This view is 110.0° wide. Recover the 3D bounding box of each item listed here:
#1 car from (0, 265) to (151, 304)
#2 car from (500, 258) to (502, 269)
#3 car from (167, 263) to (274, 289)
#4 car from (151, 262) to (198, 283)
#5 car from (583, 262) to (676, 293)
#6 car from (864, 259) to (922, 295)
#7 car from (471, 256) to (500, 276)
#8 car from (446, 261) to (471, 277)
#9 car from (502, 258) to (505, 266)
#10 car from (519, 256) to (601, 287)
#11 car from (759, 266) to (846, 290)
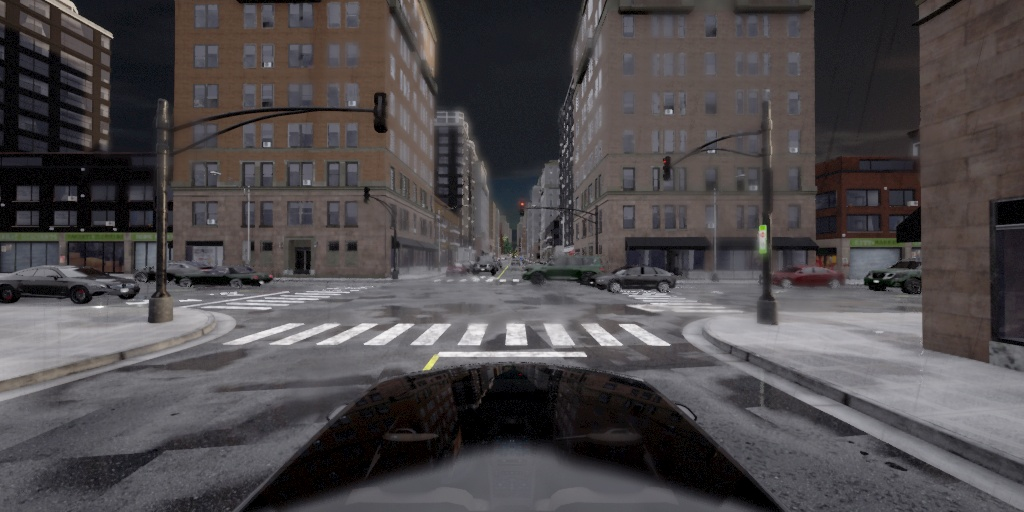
[{"bbox_3d":[-17.929,1.106,14.483,4.674,1.442,1.812,0,-1,1],"label":"car"},{"bbox_3d":[-2.665,1.258,47.892,1.837,1.490,4.892,0,0,1],"label":"car"},{"bbox_3d":[-16.956,1.255,21.169,4.718,1.301,1.895,0,-1,0],"label":"car"},{"bbox_3d":[-22.867,1.135,24.461,4.902,1.511,2.128,1,-1,0],"label":"car"},{"bbox_3d":[6.842,1.300,20.441,4.892,1.490,1.837,1,-1,-10],"label":"car"},{"bbox_3d":[24.037,1.162,20.920,5.566,2.045,2.150,1,-1,0],"label":"car"},{"bbox_3d":[-2.787,0.976,37.804,2.150,2.045,5.566,0,0,1],"label":"car"},{"bbox_3d":[-5.563,1.336,36.297,1.802,1.307,4.207,0,0,1],"label":"car"},{"bbox_3d":[-2.529,1.353,58.148,1.895,1.301,4.718,0,0,1],"label":"car"},{"bbox_3d":[3.478,0.989,24.300,5.566,2.045,2.150,1,0,0],"label":"car"},{"bbox_3d":[19.489,1.419,24.201,5.008,1.535,1.882,0,-1,0],"label":"car"}]
